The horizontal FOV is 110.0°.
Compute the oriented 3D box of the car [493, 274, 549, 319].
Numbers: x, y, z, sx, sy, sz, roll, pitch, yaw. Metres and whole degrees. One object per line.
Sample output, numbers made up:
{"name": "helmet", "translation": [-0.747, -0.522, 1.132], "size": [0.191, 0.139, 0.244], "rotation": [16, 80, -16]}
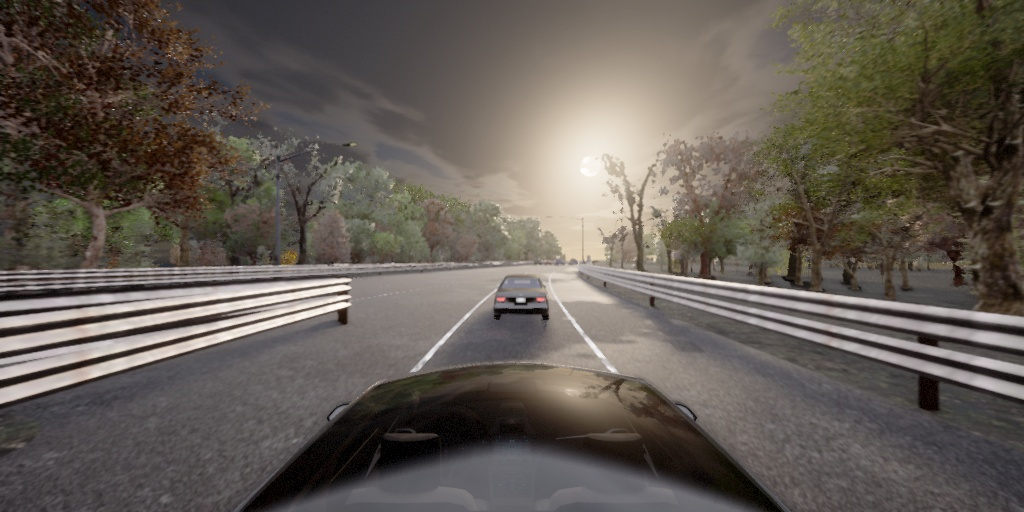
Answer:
{"name": "car", "translation": [0.364, 1.367, 13.090], "size": [2.033, 1.411, 5.357], "rotation": [0, 0, 2]}
